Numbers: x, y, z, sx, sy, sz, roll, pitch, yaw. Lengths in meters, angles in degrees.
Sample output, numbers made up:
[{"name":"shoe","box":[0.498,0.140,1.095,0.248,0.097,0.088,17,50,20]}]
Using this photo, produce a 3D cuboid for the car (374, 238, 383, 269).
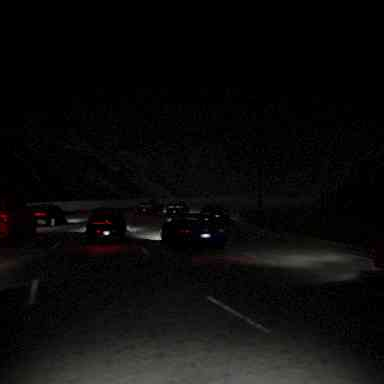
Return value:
[{"name":"car","box":[6.777,1.280,6.741,2.150,2.045,5.566,0,0,-29]}]

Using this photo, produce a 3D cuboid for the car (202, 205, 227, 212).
[{"name":"car","box":[1.710,1.689,25.737,1.994,1.385,4.181,0,0,-3]}]

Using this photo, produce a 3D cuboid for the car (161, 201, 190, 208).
[{"name":"car","box":[-1.302,1.640,33.422,2.128,1.511,4.902,0,0,8]}]

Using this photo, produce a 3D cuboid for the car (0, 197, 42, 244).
[{"name":"car","box":[-9.091,1.264,15.864,2.150,2.045,5.566,0,0,-12]}]

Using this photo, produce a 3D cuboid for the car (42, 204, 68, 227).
[{"name":"car","box":[-10.096,1.575,23.127,1.837,1.490,4.892,0,0,-4]}]

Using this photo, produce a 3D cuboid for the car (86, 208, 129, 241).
[{"name":"car","box":[-4.328,1.568,17.115,1.837,1.490,4.892,0,0,-12]}]

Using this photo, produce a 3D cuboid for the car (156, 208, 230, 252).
[{"name":"car","box":[-0.067,1.630,14.482,1.994,1.385,4.181,0,0,-17]}]

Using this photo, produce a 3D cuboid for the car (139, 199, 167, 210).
[{"name":"car","box":[-5.353,1.757,46.198,1.994,1.385,4.181,0,0,26]}]

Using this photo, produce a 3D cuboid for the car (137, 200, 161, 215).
[{"name":"car","box":[-4.390,1.639,35.779,2.128,1.511,4.902,0,0,10]}]
